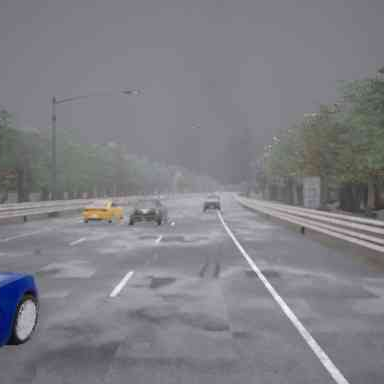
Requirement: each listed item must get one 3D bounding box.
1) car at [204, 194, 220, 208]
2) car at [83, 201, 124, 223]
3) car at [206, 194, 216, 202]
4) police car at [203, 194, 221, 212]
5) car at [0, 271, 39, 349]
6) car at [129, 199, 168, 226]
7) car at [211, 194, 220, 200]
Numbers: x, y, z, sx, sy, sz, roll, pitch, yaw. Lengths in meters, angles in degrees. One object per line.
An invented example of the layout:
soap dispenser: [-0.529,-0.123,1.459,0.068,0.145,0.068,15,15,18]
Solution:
car: [2.919,1.252,47.338,2.097,1.767,4.553,0,0,4]
car: [-6.365,1.400,24.451,1.882,1.535,5.008,0,0,2]
car: [4.158,1.250,71.681,1.837,1.490,4.892,0,0,7]
police car: [2.244,1.337,37.654,1.930,1.638,5.238,0,0,4]
car: [-3.365,1.462,3.292,1.882,1.535,5.008,0,0,0]
car: [-2.911,1.280,23.146,2.097,1.767,4.553,0,0,2]
car: [6.173,1.236,87.378,1.812,1.442,4.674,0,0,8]
